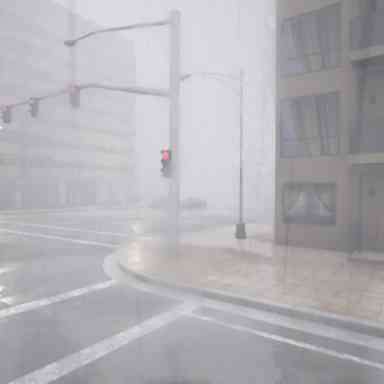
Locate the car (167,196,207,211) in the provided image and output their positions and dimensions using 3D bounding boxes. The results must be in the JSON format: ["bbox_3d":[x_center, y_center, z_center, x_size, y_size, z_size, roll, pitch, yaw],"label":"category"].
[{"bbox_3d":[-0.207,1.329,37.427,2.128,1.511,4.902,1,0,35],"label":"car"}]

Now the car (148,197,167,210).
[{"bbox_3d":[-3.101,1.317,39.397,1.837,1.490,4.892,1,0,35],"label":"car"}]
